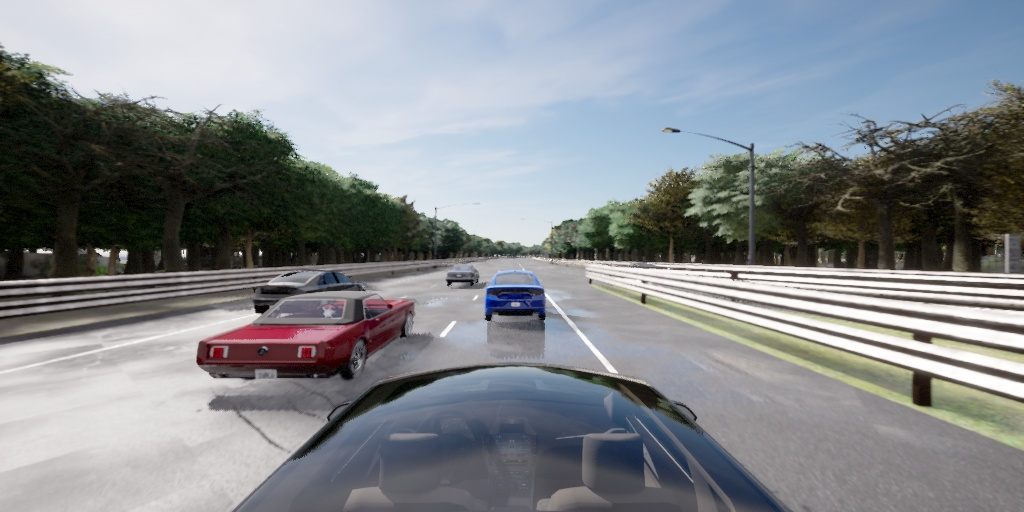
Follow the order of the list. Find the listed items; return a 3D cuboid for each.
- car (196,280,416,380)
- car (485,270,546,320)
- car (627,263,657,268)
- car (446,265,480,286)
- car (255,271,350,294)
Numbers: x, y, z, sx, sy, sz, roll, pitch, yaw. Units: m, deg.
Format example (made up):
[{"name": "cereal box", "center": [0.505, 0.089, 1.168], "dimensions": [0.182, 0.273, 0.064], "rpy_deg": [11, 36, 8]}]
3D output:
[{"name": "car", "center": [-3.396, 1.353, 7.184], "dimensions": [1.895, 1.301, 4.718], "rpy_deg": [0, 0, 0]}, {"name": "car", "center": [0.105, 1.232, 12.707], "dimensions": [1.882, 1.535, 5.008], "rpy_deg": [0, 0, 0]}, {"name": "car", "center": [10.823, 1.352, 30.873], "dimensions": [1.837, 1.490, 4.892], "rpy_deg": [0, 0, -12]}, {"name": "car", "center": [-3.390, 1.308, 25.373], "dimensions": [2.033, 1.411, 5.357], "rpy_deg": [0, 0, 0]}, {"name": "car", "center": [-6.895, 1.260, 12.823], "dimensions": [1.837, 1.490, 4.892], "rpy_deg": [0, 0, 0]}]
